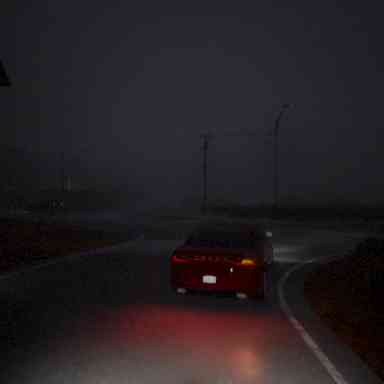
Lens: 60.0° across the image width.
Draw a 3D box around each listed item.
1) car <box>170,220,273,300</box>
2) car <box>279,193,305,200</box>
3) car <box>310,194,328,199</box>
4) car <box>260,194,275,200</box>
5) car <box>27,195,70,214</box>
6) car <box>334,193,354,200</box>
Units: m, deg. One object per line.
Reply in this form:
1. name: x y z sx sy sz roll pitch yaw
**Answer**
1. car: 0.983 1.459 8.530 1.882 1.535 5.008 0 0 15
2. car: 18.109 1.179 60.385 4.605 1.855 1.932 0 0 3
3. car: 31.969 1.324 83.389 4.193 1.474 1.816 0 0 3
4. car: 19.061 1.340 82.845 3.905 1.438 1.784 0 0 3
5. car: -13.993 1.185 32.382 4.553 1.767 2.097 0 0 32
6. car: 31.859 1.161 69.895 3.866 1.878 1.905 0 0 3
